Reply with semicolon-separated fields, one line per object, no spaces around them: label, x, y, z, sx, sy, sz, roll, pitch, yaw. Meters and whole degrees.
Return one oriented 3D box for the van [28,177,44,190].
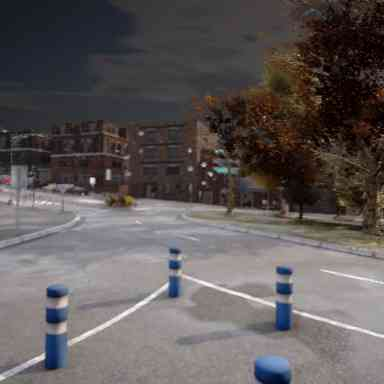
van;-27.394;-1.308;61.042;1.878;1.987;4.442;6;1;3

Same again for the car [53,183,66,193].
car;-21.858;-0.396;58.544;2.002;1.452;4.674;7;1;3

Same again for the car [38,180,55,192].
car;-24.647;-0.760;59.550;1.946;1.575;5.366;7;1;3

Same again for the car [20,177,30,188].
car;-30.174;-1.653;62.090;2.435;2.045;5.566;7;1;3

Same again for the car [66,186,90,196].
car;-19.078;-0.113;57.341;2.231;1.521;4.892;6;1;3

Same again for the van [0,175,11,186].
van;-35.750;-2.272;64.389;1.878;1.987;4.442;7;1;3
